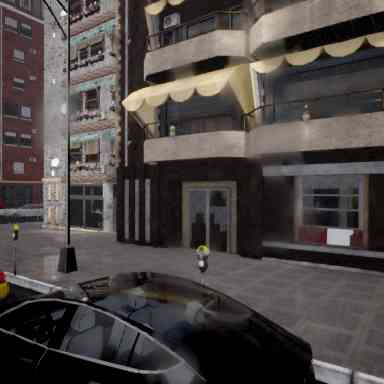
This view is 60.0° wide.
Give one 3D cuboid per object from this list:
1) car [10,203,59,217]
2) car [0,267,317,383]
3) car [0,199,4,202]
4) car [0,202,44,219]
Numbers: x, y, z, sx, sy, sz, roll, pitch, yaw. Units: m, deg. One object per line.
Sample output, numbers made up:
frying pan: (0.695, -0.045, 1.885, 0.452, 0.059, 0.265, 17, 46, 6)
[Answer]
car: (-17.307, 1.931, 36.801, 1.887, 1.381, 4.507, -1, -2, 35)
car: (-0.923, 1.566, 3.527, 4.313, 1.339, 1.947, 0, 0, 35)
car: (-20.593, 1.598, 32.155, 2.192, 1.841, 5.009, -1, -2, 35)
car: (-16.556, 1.953, 33.351, 1.895, 1.301, 4.718, 0, -1, 35)
